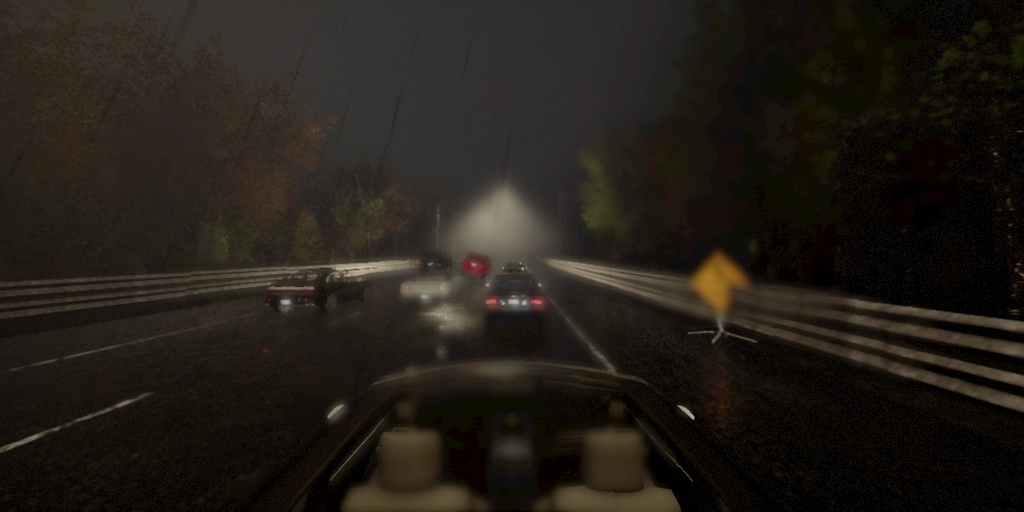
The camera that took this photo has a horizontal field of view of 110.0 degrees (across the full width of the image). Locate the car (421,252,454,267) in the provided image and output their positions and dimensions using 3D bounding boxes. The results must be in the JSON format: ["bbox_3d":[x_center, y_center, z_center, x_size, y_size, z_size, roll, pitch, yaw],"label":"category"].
[{"bbox_3d":[-6.620,0.640,32.290,2.150,2.045,5.566,3,5,0],"label":"car"}]

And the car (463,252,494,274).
[{"bbox_3d":[-3.010,0.757,32.301,2.150,2.045,5.566,14,3,0],"label":"car"}]

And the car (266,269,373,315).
[{"bbox_3d":[-6.889,1.235,13.447,2.128,1.511,4.902,0,0,1],"label":"car"}]

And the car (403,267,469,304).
[{"bbox_3d":[-3.341,1.342,16.300,1.895,1.301,4.718,0,0,1],"label":"car"}]

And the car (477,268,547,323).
[{"bbox_3d":[0.115,1.291,12.030,2.033,1.411,5.357,0,0,1],"label":"car"}]

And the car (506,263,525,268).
[{"bbox_3d":[0.281,1.277,27.662,2.033,1.411,5.357,0,0,1],"label":"car"}]

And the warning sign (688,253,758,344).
[{"bbox_3d":[4.559,0.863,7.827,1.300,1.860,1.060,0,0,0],"label":"warning sign"}]
